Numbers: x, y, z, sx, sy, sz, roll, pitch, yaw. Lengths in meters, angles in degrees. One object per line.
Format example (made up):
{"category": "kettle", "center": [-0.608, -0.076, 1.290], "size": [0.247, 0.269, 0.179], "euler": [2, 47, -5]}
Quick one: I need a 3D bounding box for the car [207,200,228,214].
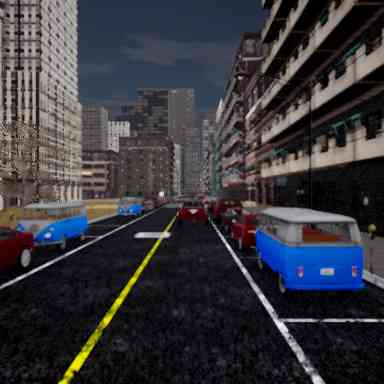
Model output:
{"category": "car", "center": [2.679, 1.602, 36.083], "size": [1.947, 1.339, 4.313], "euler": [0, 0, 0]}

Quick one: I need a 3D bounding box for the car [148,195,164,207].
{"category": "car", "center": [-5.705, 1.368, 47.139], "size": [2.192, 1.841, 5.009], "euler": [0, 0, 0]}

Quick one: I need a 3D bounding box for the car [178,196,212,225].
{"category": "car", "center": [0.097, 1.373, 24.442], "size": [2.097, 1.767, 4.553], "euler": [0, 0, 0]}

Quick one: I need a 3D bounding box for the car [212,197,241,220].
{"category": "car", "center": [2.678, 1.337, 25.029], "size": [2.192, 1.841, 5.009], "euler": [0, 0, 0]}

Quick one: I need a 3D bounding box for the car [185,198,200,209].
{"category": "car", "center": [0.093, 1.616, 46.903], "size": [1.994, 1.385, 4.181], "euler": [0, 0, 0]}

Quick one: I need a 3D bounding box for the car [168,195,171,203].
{"category": "car", "center": [-5.706, 1.632, 63.721], "size": [2.008, 1.369, 4.403], "euler": [0, 0, 0]}

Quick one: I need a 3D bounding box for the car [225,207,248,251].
{"category": "car", "center": [2.682, 1.556, 13.973], "size": [1.887, 1.381, 4.507], "euler": [0, 0, 0]}

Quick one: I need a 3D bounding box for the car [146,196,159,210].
{"category": "car", "center": [-5.702, 1.595, 41.611], "size": [2.008, 1.369, 4.403], "euler": [0, 0, 0]}

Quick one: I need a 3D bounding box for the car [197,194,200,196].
{"category": "car", "center": [2.671, 1.682, 91.359], "size": [1.887, 1.381, 4.507], "euler": [0, 0, 0]}

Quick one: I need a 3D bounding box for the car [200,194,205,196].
{"category": "car", "center": [2.676, 1.502, 52.667], "size": [1.967, 1.590, 4.097], "euler": [0, 0, 0]}

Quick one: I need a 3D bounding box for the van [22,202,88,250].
{"category": "van", "center": [-5.699, 1.353, 13.973], "size": [1.690, 1.788, 3.998], "euler": [0, 0, 0]}

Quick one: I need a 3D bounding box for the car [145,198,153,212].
{"category": "car", "center": [-5.701, 1.618, 36.083], "size": [1.802, 1.307, 4.206], "euler": [0, 0, 0]}

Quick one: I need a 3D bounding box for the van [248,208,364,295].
{"category": "van", "center": [2.682, 1.348, 8.445], "size": [1.690, 1.788, 3.998], "euler": [0, 0, 0]}

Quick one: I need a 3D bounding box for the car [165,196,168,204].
{"category": "car", "center": [-5.705, 1.616, 58.193], "size": [1.887, 1.381, 4.507], "euler": [0, 0, 0]}

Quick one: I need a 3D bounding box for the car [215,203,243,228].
{"category": "car", "center": [2.682, 1.567, 19.501], "size": [2.008, 1.369, 4.403], "euler": [0, 0, 0]}

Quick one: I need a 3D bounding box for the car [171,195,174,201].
{"category": "car", "center": [-5.708, 1.542, 74.776], "size": [1.967, 1.590, 4.097], "euler": [0, 0, 0]}

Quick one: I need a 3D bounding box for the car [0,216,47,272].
{"category": "car", "center": [-5.697, 1.552, 8.445], "size": [1.887, 1.381, 4.507], "euler": [0, 0, 0]}

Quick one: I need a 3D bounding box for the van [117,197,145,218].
{"category": "van", "center": [-5.702, 1.370, 30.555], "size": [1.690, 1.788, 3.998], "euler": [0, 0, 0]}
